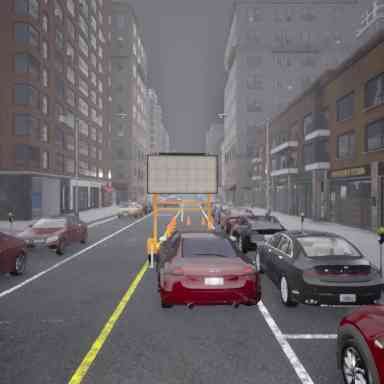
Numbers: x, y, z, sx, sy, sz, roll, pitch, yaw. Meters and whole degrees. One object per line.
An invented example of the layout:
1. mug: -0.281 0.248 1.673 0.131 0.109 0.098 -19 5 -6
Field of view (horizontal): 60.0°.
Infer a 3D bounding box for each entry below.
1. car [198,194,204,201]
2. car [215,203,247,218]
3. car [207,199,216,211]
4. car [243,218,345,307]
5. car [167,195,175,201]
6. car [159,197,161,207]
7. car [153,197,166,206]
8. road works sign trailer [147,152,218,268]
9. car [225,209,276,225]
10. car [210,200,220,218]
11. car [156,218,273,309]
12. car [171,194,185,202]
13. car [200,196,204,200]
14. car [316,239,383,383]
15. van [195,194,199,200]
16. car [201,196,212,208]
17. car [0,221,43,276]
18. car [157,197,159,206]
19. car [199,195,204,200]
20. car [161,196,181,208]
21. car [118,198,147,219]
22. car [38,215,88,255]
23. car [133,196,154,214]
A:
1. car: 2.514 1.474 57.453 1.967 1.590 4.097 0 0 0
2. car: 2.596 1.551 18.821 1.887 1.381 4.507 0 0 0
3. car: 2.573 1.596 29.859 1.802 1.307 4.206 0 0 0
4. car: 2.620 1.551 7.784 2.008 1.369 4.403 0 0 0
5. car: -5.581 1.606 90.027 2.008 1.369 4.403 0 0 0
6. car: -5.500 1.470 51.910 1.967 1.590 4.097 0 0 0
7. car: -5.511 1.559 57.257 1.752 1.417 4.829 0 0 0
8. road works sign trailer: -0.340 0.467 11.393 2.380 3.560 2.880 0 0 -6
9. car: 2.608 1.569 13.302 1.947 1.339 4.313 0 0 0
10. car: 2.584 1.561 24.340 2.008 1.369 4.403 0 0 0
11. car: 0.183 1.557 7.929 1.994 1.385 4.181 1 0 -6
12. car: -2.896 1.588 67.950 2.033 1.411 5.357 0 0 0
13. car: 2.537 1.577 46.415 2.008 1.369 4.403 0 0 0
14. car: 2.632 1.440 2.265 1.967 1.590 4.097 0 0 0
15. van: 2.444 1.396 90.053 1.690 1.788 3.998 0 0 0
16. car: 2.549 1.573 40.897 2.008 1.369 4.403 0 0 0
17. car: -5.405 1.583 7.763 1.802 1.307 4.206 0 0 0
18. car: -5.476 1.604 40.872 1.802 1.307 4.206 0 0 0
19. car: 2.525 1.612 51.934 1.802 1.307 4.206 0 0 0
20. car: -2.948 1.591 47.693 1.994 1.385 4.181 0 0 0
21. car: -5.448 1.539 29.668 1.752 1.417 4.829 0 0 0
22. car: -5.417 1.585 13.281 1.802 1.307 4.206 0 0 0
23. car: -5.464 1.333 35.354 2.192 1.841 5.009 0 0 0
